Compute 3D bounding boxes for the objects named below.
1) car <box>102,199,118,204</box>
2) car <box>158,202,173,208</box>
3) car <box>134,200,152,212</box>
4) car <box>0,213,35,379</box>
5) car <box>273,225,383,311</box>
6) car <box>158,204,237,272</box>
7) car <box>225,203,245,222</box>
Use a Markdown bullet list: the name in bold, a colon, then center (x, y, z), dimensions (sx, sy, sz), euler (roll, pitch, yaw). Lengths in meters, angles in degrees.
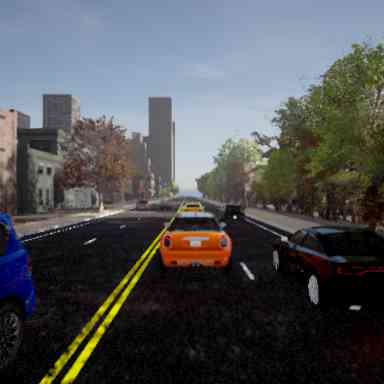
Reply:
- **car**: center (-20.699, 2.478, 83.192), dimensions (4.313, 1.339, 1.947), euler (-1, 1, -1)
- **car**: center (-3.441, 1.955, 44.871), dimensions (1.895, 1.301, 4.718), euler (0, 0, -1)
- **car**: center (-6.701, 1.887, 45.794), dimensions (1.812, 1.442, 4.674), euler (0, -1, -1)
- **car**: center (-3.351, 1.243, 2.593), dimensions (2.150, 2.045, 5.566), euler (0, 0, 0)
- **car**: center (3.350, 1.542, 8.019), dimensions (1.882, 1.535, 5.008), euler (0, 0, 0)
- **car**: center (0.100, 1.441, 11.240), dimensions (2.097, 1.767, 4.553), euler (0, 0, 0)
- **car**: center (3.348, 1.728, 28.324), dimensions (1.837, 1.490, 4.892), euler (0, 0, 0)
